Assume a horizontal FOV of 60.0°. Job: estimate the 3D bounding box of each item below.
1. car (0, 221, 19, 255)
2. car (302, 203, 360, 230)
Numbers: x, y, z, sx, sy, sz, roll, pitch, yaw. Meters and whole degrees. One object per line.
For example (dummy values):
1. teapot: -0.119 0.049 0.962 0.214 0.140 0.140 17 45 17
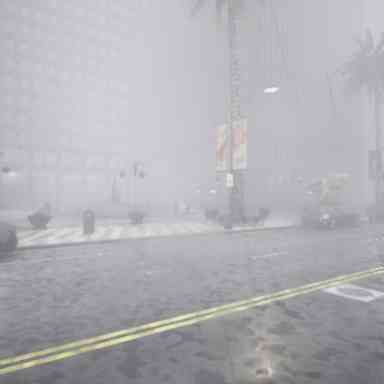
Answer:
1. car: -8.187 1.506 10.547 4.786 1.482 2.161 1 0 -36
2. car: 9.711 1.588 23.223 4.553 1.767 2.185 1 0 -36
